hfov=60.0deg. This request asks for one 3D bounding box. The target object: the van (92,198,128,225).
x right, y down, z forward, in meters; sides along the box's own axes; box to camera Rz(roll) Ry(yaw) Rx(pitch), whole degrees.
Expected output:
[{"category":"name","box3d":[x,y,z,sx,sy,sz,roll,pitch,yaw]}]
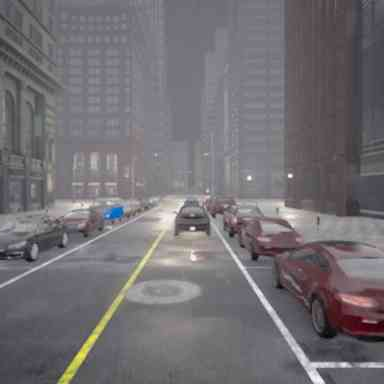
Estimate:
[{"category":"van","box3d":[-5.852,1.297,23.167,1.690,1.788,3.998,0,0,0]}]

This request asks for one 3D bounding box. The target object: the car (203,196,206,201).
[{"category":"car","box3d":[2.629,1.244,34.476,2.192,1.841,5.009,0,0,0]}]

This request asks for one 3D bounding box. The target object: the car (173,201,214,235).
[{"category":"car","box3d":[0.023,1.466,18.322,1.837,1.490,4.892,0,1,0]}]

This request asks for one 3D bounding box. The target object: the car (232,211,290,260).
[{"category":"car","box3d":[2.718,1.552,11.933,1.802,1.307,4.206,0,0,0]}]

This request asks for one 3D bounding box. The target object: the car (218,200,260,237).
[{"category":"car","box3d":[2.696,1.398,17.568,1.967,1.590,4.097,0,0,0]}]

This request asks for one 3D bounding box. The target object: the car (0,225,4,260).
[{"category":"car","box3d":[-5.784,1.557,6.257,1.947,1.339,4.313,0,0,0]}]

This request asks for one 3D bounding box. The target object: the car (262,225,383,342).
[{"category":"car","box3d":[2.741,1.564,6.296,1.802,1.307,4.206,0,0,0]}]

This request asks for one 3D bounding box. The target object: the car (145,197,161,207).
[{"category":"car","box3d":[-5.961,1.465,51.350,2.008,1.369,4.403,0,0,0]}]

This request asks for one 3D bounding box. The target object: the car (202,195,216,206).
[{"category":"car","box3d":[2.563,1.345,51.384,1.967,1.590,4.097,0,0,0]}]

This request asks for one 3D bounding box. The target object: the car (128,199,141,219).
[{"category":"car","box3d":[-5.872,1.472,28.633,1.752,1.417,4.829,0,0,0]}]

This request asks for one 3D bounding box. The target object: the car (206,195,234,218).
[{"category":"car","box3d":[2.651,1.253,28.839,2.192,1.841,5.009,0,0,0]}]

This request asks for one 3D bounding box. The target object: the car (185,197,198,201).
[{"category":"car","box3d":[-0.053,1.428,39.904,1.837,1.490,4.892,0,0,0]}]

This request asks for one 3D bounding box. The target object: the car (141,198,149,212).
[{"category":"car","box3d":[-5.895,1.519,34.440,1.802,1.307,4.206,0,0,0]}]

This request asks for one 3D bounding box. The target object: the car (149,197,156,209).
[{"category":"car","box3d":[-5.917,1.495,40.077,1.947,1.339,4.313,0,0,0]}]

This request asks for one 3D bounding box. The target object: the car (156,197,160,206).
[{"category":"car","box3d":[-5.939,1.487,45.713,1.947,1.339,4.313,0,0,0]}]

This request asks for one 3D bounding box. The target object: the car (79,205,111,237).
[{"category":"car","box3d":[-5.828,1.549,17.531,1.802,1.307,4.206,0,0,0]}]

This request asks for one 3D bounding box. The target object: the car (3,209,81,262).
[{"category":"car","box3d":[-5.807,1.529,11.894,2.008,1.369,4.403,0,0,0]}]
